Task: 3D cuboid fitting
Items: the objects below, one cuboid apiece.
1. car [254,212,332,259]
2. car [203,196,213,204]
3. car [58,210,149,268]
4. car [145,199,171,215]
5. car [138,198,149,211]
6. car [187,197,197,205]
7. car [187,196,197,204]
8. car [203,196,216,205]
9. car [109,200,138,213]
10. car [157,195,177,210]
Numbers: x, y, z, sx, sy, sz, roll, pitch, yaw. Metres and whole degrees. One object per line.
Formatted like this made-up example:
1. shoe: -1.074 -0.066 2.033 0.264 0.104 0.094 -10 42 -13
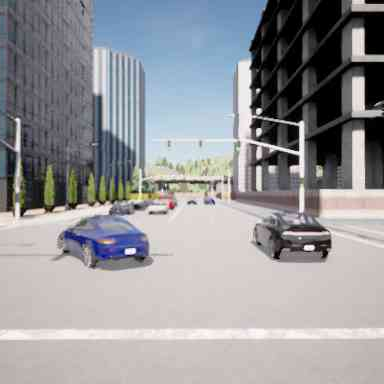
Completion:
1. car: 3.594 1.502 12.619 2.128 1.511 4.902 0 0 0
2. car: 3.477 1.724 72.689 1.837 1.490 4.892 0 0 0
3. car: -3.118 1.535 11.382 1.812 1.442 4.674 1 -1 -36
4. car: -3.607 1.721 36.061 1.895 1.301 4.718 0 0 0
5. car: -7.099 1.743 42.700 1.895 1.301 4.718 0 0 0
6. car: 0.004 1.812 63.768 1.895 1.301 4.718 0 0 0
7. car: -0.023 1.767 73.039 2.128 1.511 4.902 0 0 0
8. car: 3.480 1.737 63.614 1.812 1.442 4.674 0 0 0
9. car: -7.107 1.677 33.939 1.994 1.385 4.181 0 0 0
10. car: -3.589 1.374 45.837 2.150 2.045 5.566 0 0 0
